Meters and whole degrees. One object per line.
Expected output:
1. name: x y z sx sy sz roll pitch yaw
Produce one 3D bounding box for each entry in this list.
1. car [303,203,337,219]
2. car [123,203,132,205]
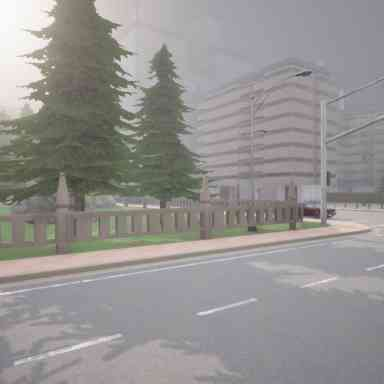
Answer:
1. car: 10.103 1.601 29.056 1.895 1.301 4.718 0 0 -34
2. car: -10.719 1.528 58.674 1.837 1.490 4.892 0 0 -35
